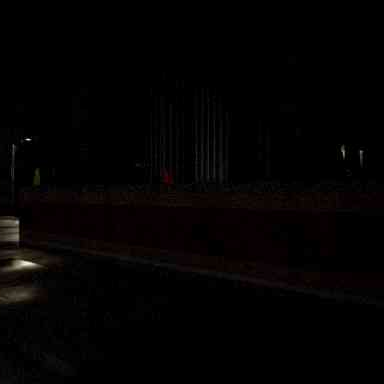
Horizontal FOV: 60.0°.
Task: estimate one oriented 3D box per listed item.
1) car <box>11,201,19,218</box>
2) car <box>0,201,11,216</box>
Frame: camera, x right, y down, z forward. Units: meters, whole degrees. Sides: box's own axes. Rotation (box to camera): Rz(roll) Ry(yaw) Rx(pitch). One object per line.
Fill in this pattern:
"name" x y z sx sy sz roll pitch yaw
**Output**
"car" -12.249 1.599 28.808 2.033 1.411 5.357 0 0 37
"car" -16.407 1.542 29.086 2.128 1.511 4.902 0 0 37
